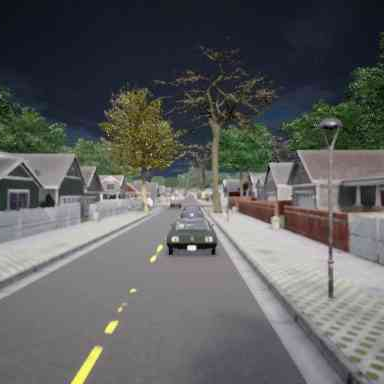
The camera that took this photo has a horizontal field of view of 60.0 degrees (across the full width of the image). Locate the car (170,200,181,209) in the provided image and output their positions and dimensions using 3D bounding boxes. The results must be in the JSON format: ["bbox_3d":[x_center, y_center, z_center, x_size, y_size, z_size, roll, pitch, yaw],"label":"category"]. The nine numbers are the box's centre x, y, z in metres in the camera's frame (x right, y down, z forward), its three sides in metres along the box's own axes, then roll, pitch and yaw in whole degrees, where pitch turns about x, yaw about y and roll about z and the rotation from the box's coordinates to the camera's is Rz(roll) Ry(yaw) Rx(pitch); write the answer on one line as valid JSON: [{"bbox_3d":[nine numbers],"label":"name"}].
[{"bbox_3d":[-2.741,2.033,57.263,1.882,1.535,5.008,0,-1,0],"label":"car"}]

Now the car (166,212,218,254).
[{"bbox_3d":[0.006,1.737,14.105,1.895,1.301,4.718,0,-1,0],"label":"car"}]

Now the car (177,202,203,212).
[{"bbox_3d":[0.014,1.850,29.303,1.994,1.385,4.181,0,-1,0],"label":"car"}]
